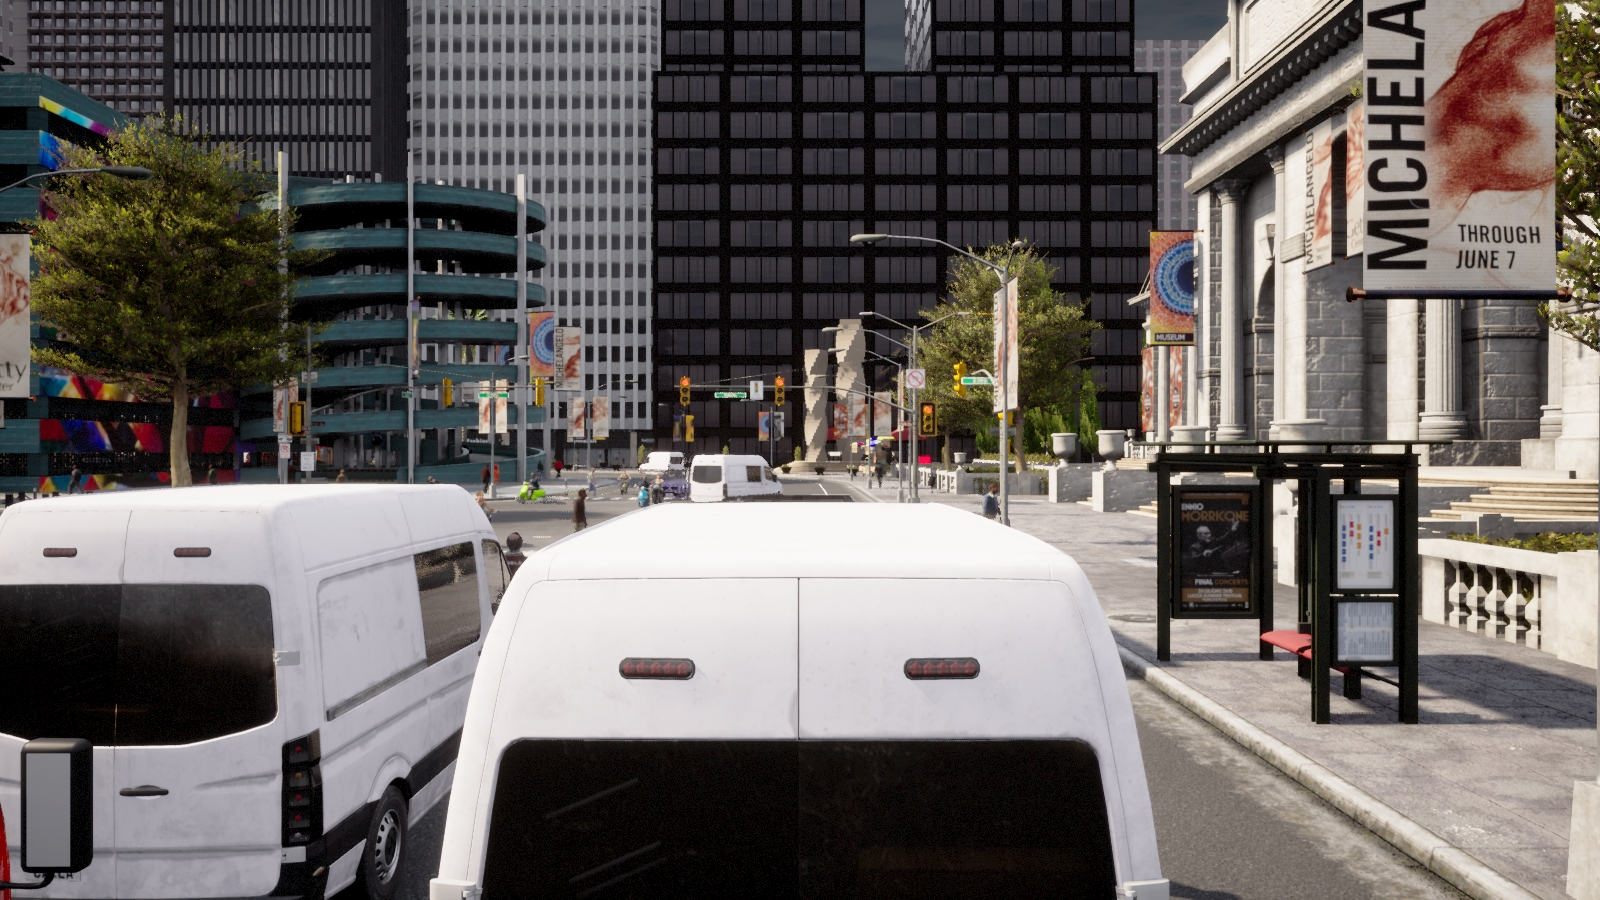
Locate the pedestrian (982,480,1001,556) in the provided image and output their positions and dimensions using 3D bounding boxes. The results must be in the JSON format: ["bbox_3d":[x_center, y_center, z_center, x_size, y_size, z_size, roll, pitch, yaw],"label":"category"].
[{"bbox_3d":[4.786,1.685,28.516,0.375,1.860,0.375,0,0,29],"label":"pedestrian"}]

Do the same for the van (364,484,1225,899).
[{"bbox_3d":[-0.014,1.532,5.596,1.988,2.561,5.915,0,0,0],"label":"van"}]

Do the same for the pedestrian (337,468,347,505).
[{"bbox_3d":[-23.140,1.827,57.727,0.375,1.860,0.375,0,0,-1],"label":"pedestrian"}]

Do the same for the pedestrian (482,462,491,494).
[{"bbox_3d":[-18.667,1.671,67.938,0.375,1.860,0.375,0,0,14],"label":"pedestrian"}]

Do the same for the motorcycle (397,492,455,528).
[{"bbox_3d":[-13.633,2.166,41.694,0.856,1.236,1.805,-1,-1,41],"label":"motorcycle"}]

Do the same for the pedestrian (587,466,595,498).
[{"bbox_3d":[-11.919,1.824,65.183,0.375,1.860,0.375,0,0,-16],"label":"pedestrian"}]

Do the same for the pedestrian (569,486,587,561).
[{"bbox_3d":[-5.569,1.838,28.640,0.375,1.860,0.375,0,0,-1],"label":"pedestrian"}]

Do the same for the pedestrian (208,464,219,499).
[{"bbox_3d":[-31.409,1.673,61.145,0.375,1.860,0.375,0,0,7],"label":"pedestrian"}]

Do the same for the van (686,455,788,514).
[{"bbox_3d":[-2.835,1.514,53.382,1.988,2.561,5.915,1,0,28],"label":"van"}]

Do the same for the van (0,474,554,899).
[{"bbox_3d":[-3.517,1.531,8.781,1.988,2.561,5.915,0,0,0],"label":"van"}]

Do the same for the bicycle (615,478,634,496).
[{"bbox_3d":[-10.634,2.230,69.337,0.859,1.080,1.487,0,0,2],"label":"bicycle"}]

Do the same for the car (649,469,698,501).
[{"bbox_3d":[-7.071,1.943,64.253,2.242,1.667,4.611,0,0,0],"label":"car"}]

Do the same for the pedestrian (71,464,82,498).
[{"bbox_3d":[-39.294,1.673,62.071,0.375,1.860,0.375,0,0,6],"label":"pedestrian"}]

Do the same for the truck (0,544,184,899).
[{"bbox_3d":[-3.506,1.567,1.456,2.627,2.467,5.204,0,0,0],"label":"truck"}]
